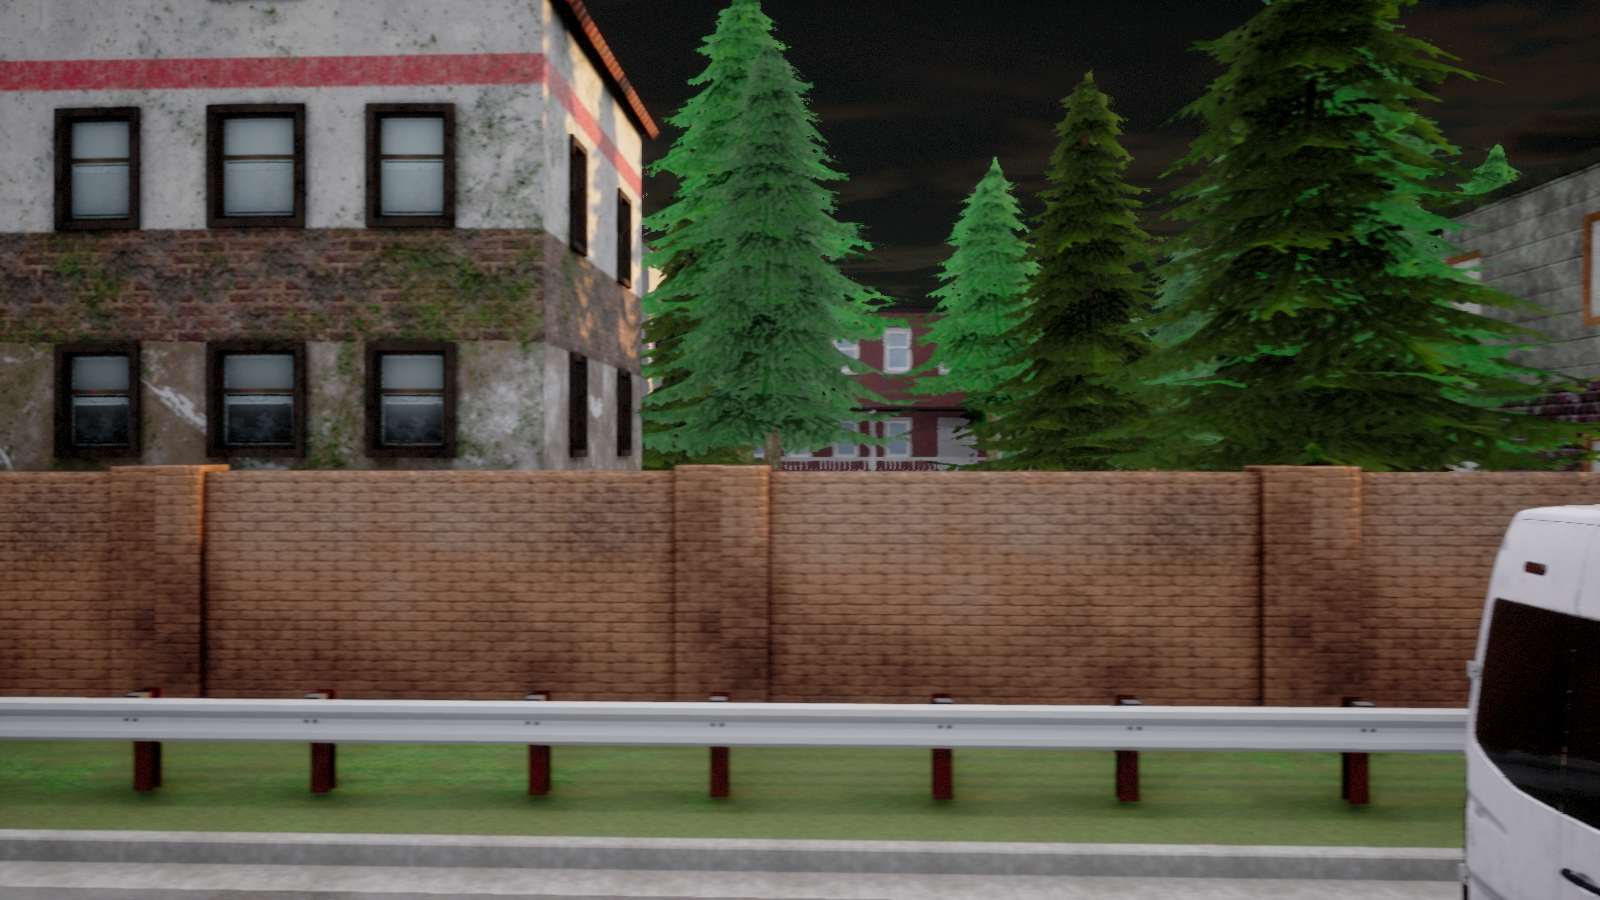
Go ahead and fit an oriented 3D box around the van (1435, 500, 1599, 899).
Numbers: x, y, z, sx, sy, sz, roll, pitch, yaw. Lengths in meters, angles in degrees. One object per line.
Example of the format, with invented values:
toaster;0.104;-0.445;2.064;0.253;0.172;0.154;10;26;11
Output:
van;6.115;1.533;4.649;5.915;2.561;1.988;0;0;2
